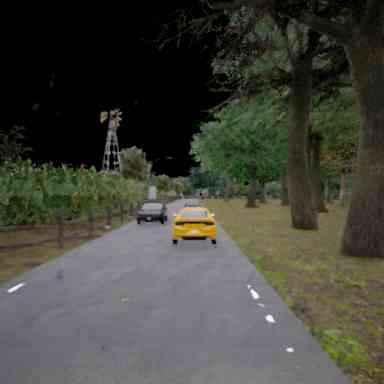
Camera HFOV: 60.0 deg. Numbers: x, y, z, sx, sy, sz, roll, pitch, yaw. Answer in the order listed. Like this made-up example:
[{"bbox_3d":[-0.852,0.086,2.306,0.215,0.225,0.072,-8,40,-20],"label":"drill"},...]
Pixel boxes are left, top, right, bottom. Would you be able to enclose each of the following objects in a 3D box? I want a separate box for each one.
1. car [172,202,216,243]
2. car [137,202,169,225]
[{"bbox_3d":[0.099,1.473,16.033,1.882,1.535,5.008,0,0,0],"label":"car"},{"bbox_3d":[-2.778,1.472,24.267,1.882,1.535,5.008,0,0,0],"label":"car"}]
